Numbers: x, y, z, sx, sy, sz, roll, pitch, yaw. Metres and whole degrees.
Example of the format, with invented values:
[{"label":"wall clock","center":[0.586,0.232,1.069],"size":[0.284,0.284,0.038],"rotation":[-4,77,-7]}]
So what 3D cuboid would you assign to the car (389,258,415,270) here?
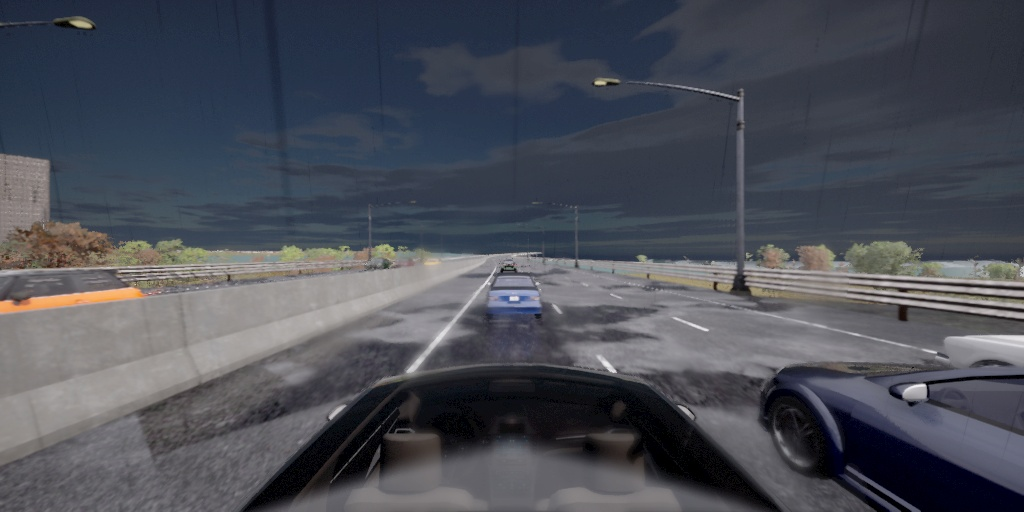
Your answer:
[{"label":"car","center":[-14.731,1.083,48.935],"size":[2.097,1.767,4.553],"rotation":[0,0,-1]}]

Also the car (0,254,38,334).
[{"label":"car","center":[-14.117,0.974,7.083],"size":[2.150,2.045,5.566],"rotation":[0,0,0]}]

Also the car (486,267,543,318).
[{"label":"car","center":[0.054,1.296,13.016],"size":[2.033,1.411,5.357],"rotation":[0,0,0]}]

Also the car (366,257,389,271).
[{"label":"car","center":[-18.236,1.084,49.153],"size":[2.097,1.767,4.553],"rotation":[0,0,-1]}]

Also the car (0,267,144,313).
[{"label":"car","center":[-10.621,1.103,7.462],"size":[2.097,1.767,4.553],"rotation":[0,0,0]}]

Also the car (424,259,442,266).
[{"label":"car","center":[-11.301,1.206,51.531],"size":[1.882,1.535,5.008],"rotation":[0,0,-1]}]

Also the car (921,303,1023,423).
[{"label":"car","center":[7.093,1.349,3.022],"size":[1.895,1.301,4.718],"rotation":[0,0,0]}]

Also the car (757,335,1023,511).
[{"label":"car","center":[3.591,1.313,2.069],"size":[1.994,1.385,4.181],"rotation":[0,0,0]}]

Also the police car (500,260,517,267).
[{"label":"police car","center":[-0.423,1.238,43.639],"size":[2.038,1.542,4.974],"rotation":[0,0,-1]}]
